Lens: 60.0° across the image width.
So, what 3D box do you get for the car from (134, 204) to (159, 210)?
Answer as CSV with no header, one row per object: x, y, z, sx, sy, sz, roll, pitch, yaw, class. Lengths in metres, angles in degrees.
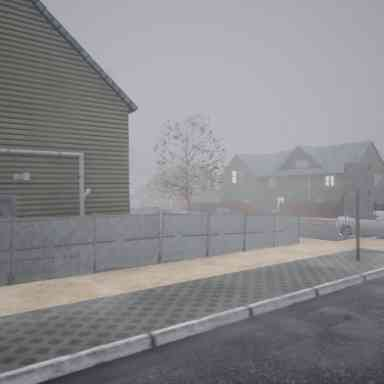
-5.744,2.395,39.967,1.994,1.385,4.181,-1,-1,-36,car

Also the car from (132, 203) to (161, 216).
-6.332,2.386,45.821,1.882,1.535,5.008,-1,-1,-36,car

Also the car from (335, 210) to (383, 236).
9.891,1.715,17.636,1.812,1.442,4.674,-1,-1,-30,car

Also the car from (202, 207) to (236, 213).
2.362,2.049,28.666,2.033,1.411,5.357,-1,-1,-36,car
